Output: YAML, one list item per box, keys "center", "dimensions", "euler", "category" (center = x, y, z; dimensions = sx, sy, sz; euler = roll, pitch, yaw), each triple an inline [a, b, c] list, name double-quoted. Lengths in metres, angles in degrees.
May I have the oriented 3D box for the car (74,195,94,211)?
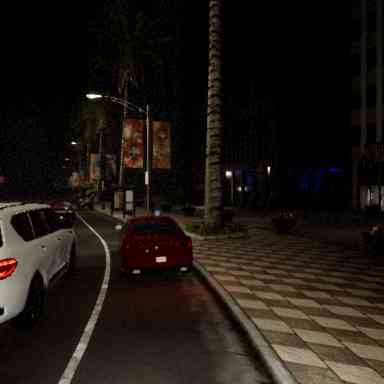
- center: [-13.162, 1.471, 40.701]
  dimensions: [2.231, 1.521, 4.892]
  euler: [0, 0, -23]
  category: "car"

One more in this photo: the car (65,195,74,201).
- center: [-32.534, 1.487, 88.208]
  dimensions: [2.161, 1.482, 4.786]
  euler: [0, 0, -23]
  category: "car"

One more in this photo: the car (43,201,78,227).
- center: [-9.388, 1.485, 23.748]
  dimensions: [2.128, 1.511, 4.902]
  euler: [0, 0, -22]
  category: "car"

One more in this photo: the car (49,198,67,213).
- center: [-15.548, 1.513, 38.594]
  dimensions: [1.812, 1.442, 4.674]
  euler: [0, 0, -22]
  category: "car"

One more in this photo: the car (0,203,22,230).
- center: [-12.226, 1.516, 21.438]
  dimensions: [1.812, 1.442, 4.674]
  euler: [0, 0, -22]
  category: "car"

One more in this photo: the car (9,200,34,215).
- center: [-17.852, 1.586, 34.980]
  dimensions: [1.895, 1.301, 4.718]
  euler: [0, 0, -22]
  category: "car"

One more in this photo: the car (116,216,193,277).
- center: [-1.321, 1.477, 10.433]
  dimensions: [1.882, 1.535, 5.008]
  euler: [0, 0, -13]
  category: "car"

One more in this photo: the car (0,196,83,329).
- center: [-3.889, 1.221, 6.897]
  dimensions: [2.150, 2.045, 5.566]
  euler: [0, 0, -10]
  category: "car"
